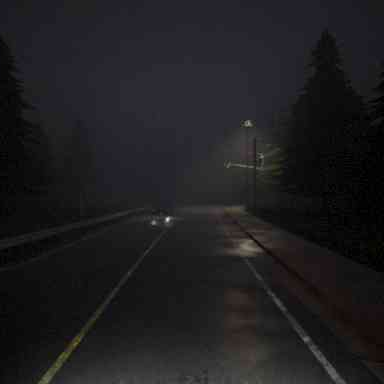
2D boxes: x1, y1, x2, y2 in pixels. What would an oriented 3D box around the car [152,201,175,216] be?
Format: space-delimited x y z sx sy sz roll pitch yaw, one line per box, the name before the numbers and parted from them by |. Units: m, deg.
car | -2.782 1.623 33.476 2.033 1.411 5.357 0 0 2
